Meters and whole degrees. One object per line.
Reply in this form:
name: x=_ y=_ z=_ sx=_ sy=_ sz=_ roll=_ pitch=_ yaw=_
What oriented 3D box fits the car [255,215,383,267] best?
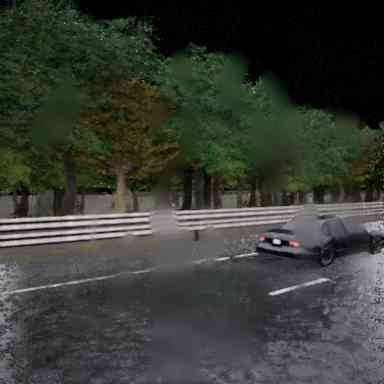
car: x=4.548 y=1.506 z=11.292 sx=5.357 sy=1.411 sz=2.033 roll=0 pitch=0 yaw=-36
